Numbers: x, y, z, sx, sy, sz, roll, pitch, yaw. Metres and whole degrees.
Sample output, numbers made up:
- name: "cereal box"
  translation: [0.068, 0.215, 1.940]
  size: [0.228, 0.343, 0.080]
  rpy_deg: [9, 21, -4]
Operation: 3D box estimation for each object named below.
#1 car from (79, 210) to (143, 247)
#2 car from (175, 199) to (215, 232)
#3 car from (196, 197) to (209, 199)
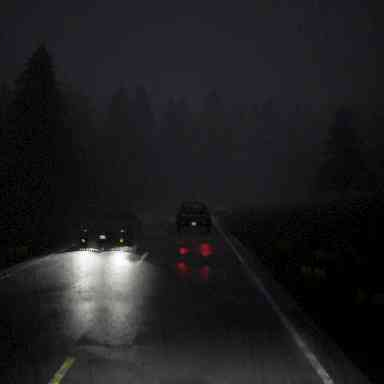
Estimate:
- name: "car"
  translation: [-3.298, 1.462, 14.242]
  size: [1.994, 1.385, 4.181]
  rpy_deg: [0, 0, 0]
- name: "car"
  translation: [0.084, 1.356, 19.021]
  size: [2.128, 1.511, 4.902]
  rpy_deg: [0, 0, 0]
- name: "car"
  translation: [1.191, 1.271, 35.907]
  size: [1.812, 1.442, 4.674]
  rpy_deg: [0, 0, 16]
